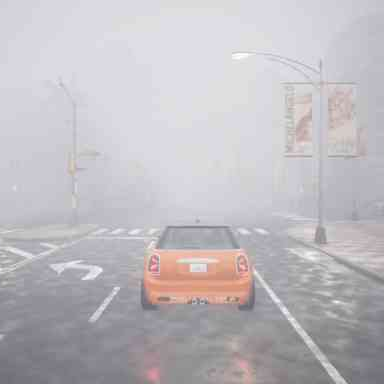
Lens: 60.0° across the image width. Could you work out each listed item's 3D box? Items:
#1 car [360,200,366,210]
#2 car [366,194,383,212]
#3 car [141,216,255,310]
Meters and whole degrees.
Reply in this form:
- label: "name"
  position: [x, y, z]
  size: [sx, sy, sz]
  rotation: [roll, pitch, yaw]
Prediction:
- label: "car"
  position: [23.205, 1.221, 39.735]
  size: [5.566, 2.045, 2.150]
  rotation: [0, 0, 1]
- label: "car"
  position: [22.078, 1.352, 36.239]
  size: [4.553, 1.767, 2.097]
  rotation: [0, 0, 1]
- label: "car"
  position: [0.111, 1.352, 7.957]
  size: [2.097, 1.767, 4.553]
  rotation: [0, 0, 0]
